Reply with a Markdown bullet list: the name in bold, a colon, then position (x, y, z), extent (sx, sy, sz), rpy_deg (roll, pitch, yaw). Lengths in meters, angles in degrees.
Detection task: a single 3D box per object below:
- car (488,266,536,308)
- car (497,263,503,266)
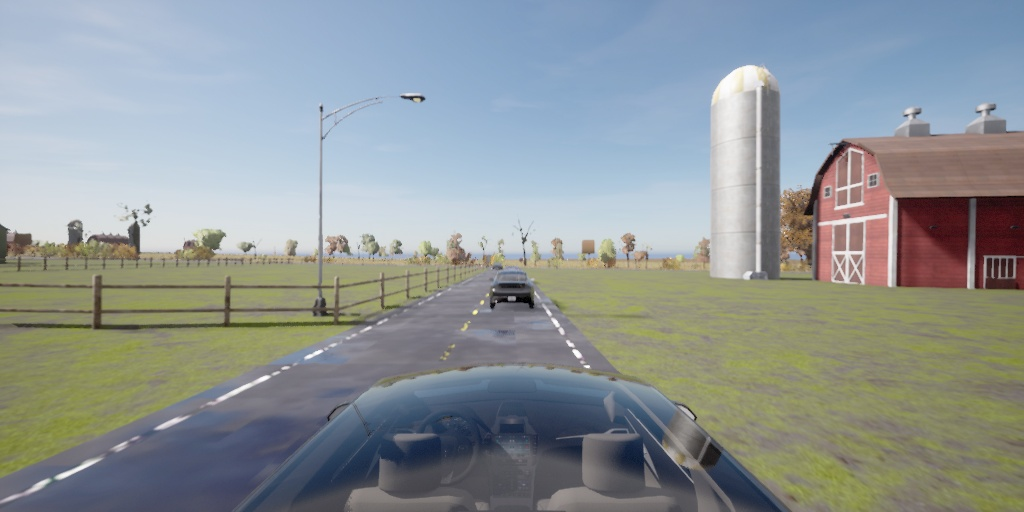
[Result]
- **car**: position (0.003, 1.396, 16.144), extent (1.837, 1.490, 4.892), rpy_deg (0, 0, 0)
- **car**: position (-0.002, 1.580, 30.838), extent (2.033, 1.411, 5.357), rpy_deg (0, -1, 0)
